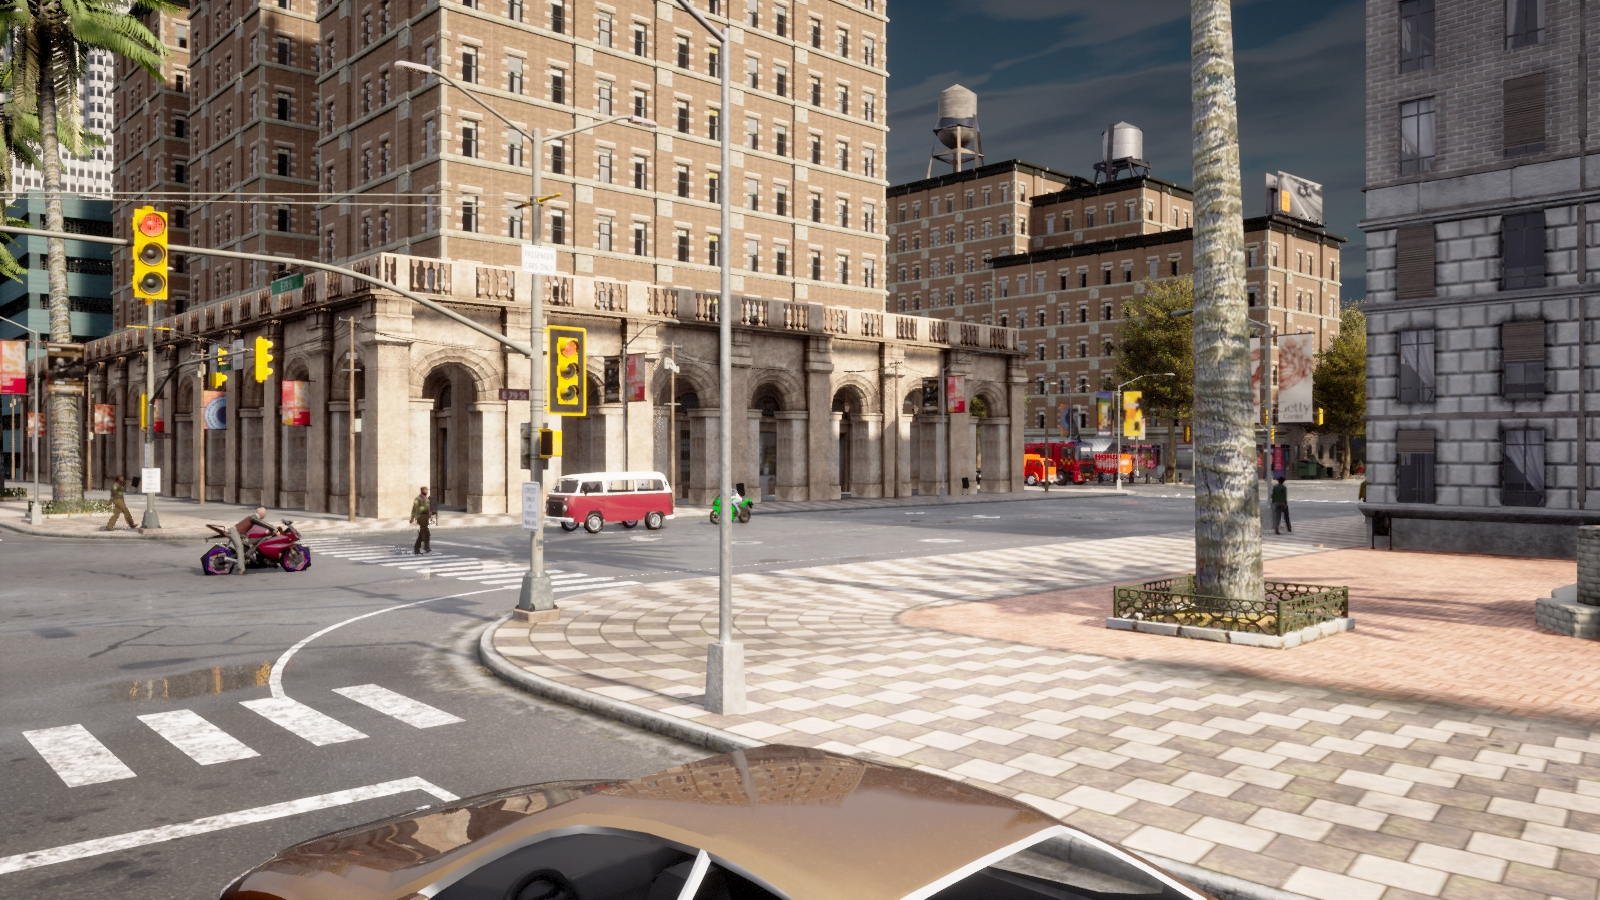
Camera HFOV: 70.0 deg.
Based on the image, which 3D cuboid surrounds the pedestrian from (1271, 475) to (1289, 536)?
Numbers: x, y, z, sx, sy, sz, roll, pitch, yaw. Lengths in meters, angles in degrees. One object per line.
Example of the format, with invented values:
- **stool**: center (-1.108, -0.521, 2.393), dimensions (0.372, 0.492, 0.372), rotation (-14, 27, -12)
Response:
- **pedestrian**: center (14.857, 1.697, 35.369), dimensions (0.375, 1.860, 0.375), rotation (0, 0, -42)

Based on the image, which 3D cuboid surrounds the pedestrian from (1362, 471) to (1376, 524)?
- **pedestrian**: center (20.226, 1.696, 40.629), dimensions (0.375, 1.860, 0.375), rotation (0, 0, 39)

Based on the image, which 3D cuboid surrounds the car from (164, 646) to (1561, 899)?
- **car**: center (-0.308, 1.992, 4.309), dimensions (5.027, 1.651, 2.152), rotation (0, 0, 42)

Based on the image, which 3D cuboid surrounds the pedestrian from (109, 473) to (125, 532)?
- **pedestrian**: center (-22.127, 1.696, 37.020), dimensions (0.375, 1.860, 0.375), rotation (0, 0, -22)

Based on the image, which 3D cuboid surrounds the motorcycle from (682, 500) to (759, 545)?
- **motorcycle**: center (-2.427, 2.205, 35.063), dimensions (2.209, 1.251, 0.867), rotation (0, 0, -28)

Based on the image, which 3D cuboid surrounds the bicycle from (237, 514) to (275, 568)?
- **bicycle**: center (-13.312, 2.206, 27.936), dimensions (0.373, 1.196, 1.643), rotation (0, 0, -42)

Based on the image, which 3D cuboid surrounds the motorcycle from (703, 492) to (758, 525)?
- **motorcycle**: center (-2.608, 2.213, 43.140), dimensions (2.033, 1.145, 0.803), rotation (0, 0, -43)

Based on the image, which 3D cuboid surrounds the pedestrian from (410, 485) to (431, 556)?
- **pedestrian**: center (-10.020, 1.849, 30.163), dimensions (0.375, 1.860, 0.375), rotation (0, 0, 22)

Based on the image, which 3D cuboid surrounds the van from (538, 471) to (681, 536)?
- **van**: center (-6.553, 1.783, 39.554), dimensions (4.480, 2.038, 2.069), rotation (0, 0, -42)
